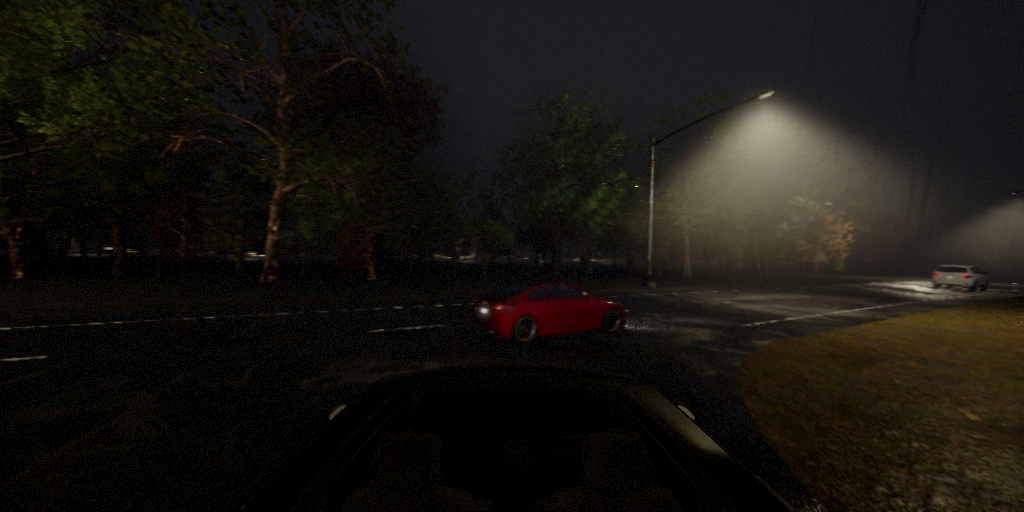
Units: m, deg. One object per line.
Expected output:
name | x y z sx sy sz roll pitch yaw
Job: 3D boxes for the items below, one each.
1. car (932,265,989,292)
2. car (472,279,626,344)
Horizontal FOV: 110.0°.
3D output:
car | 37.001 1.805 29.578 5.566 2.045 2.150 1 0 -28
car | 1.054 1.315 9.573 4.181 1.385 1.994 1 1 -30
